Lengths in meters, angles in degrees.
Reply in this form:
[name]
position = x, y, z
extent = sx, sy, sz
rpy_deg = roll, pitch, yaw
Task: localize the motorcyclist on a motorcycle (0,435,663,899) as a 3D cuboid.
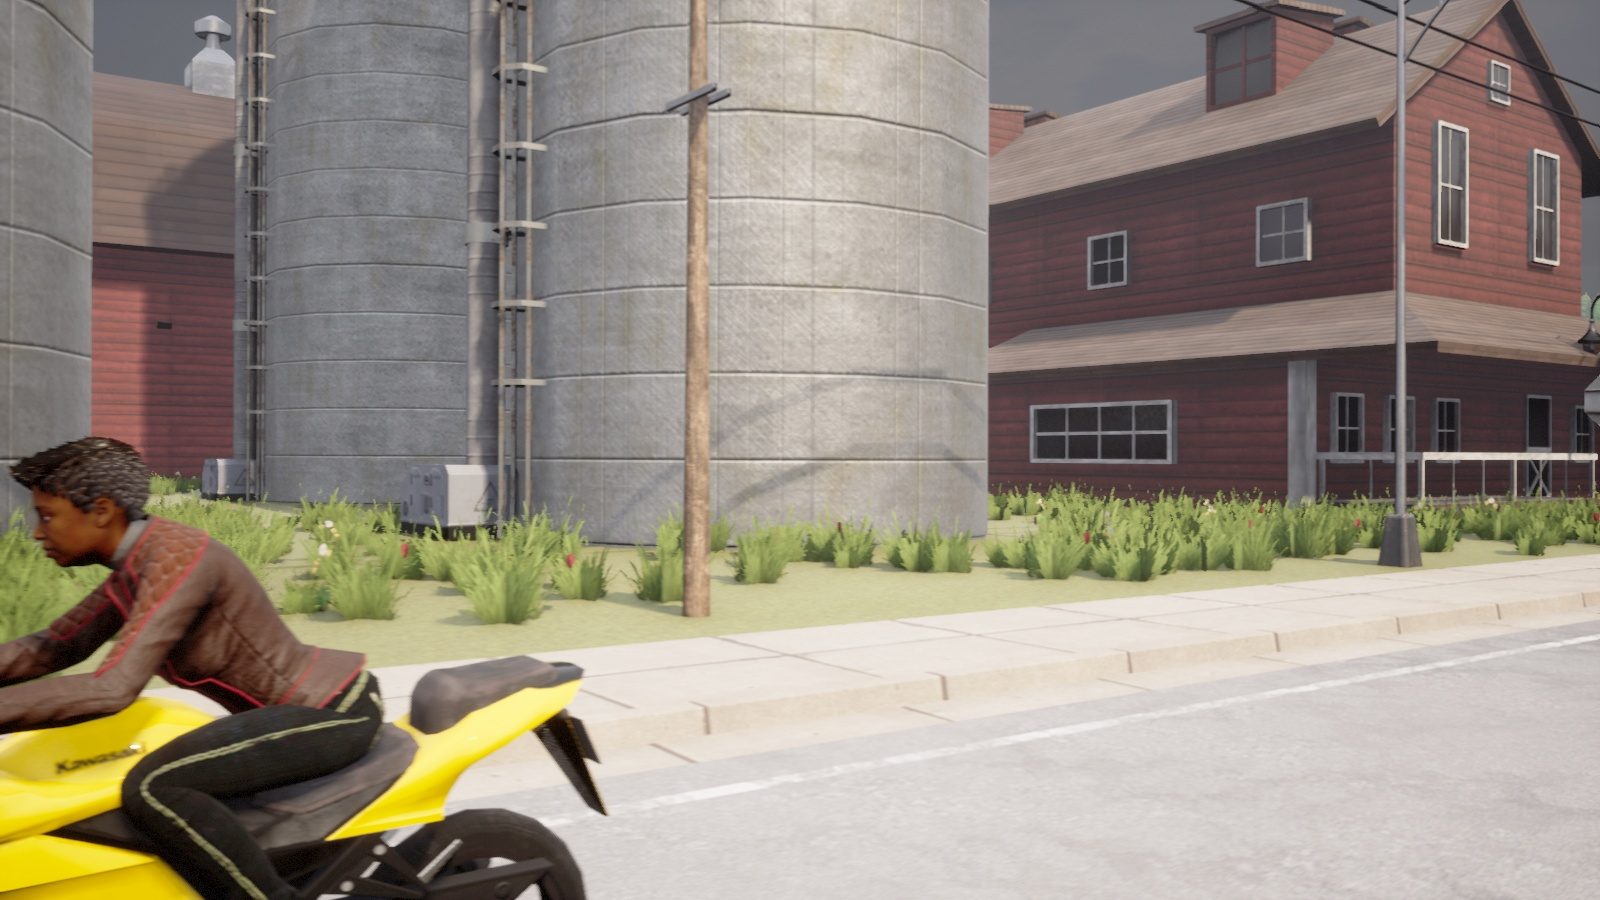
[motorcyclist on a motorcycle]
position = -1.387, 0.737, 2.651
extent = 2.044, 1.523, 0.797
rpy_deg = 0, 0, -34
